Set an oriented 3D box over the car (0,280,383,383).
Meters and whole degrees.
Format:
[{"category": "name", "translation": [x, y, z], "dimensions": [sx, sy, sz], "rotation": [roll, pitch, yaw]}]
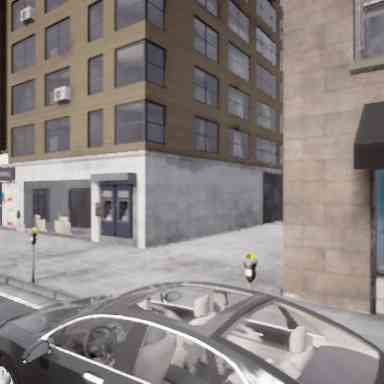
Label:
[{"category": "car", "translation": [-0.240, 1.549, 3.058], "dimensions": [4.403, 1.369, 2.008], "rotation": [0, 0, 36]}]
